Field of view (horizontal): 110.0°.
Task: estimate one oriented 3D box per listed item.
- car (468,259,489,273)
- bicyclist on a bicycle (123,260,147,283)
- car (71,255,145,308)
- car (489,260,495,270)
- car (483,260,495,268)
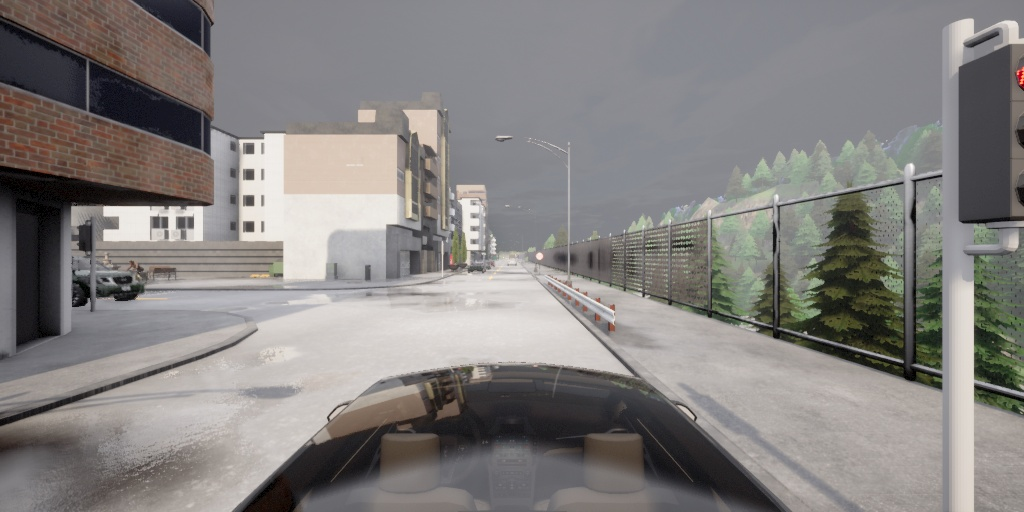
[{"bbox_3d":[-4.101,1.351,42.408,1.895,1.301,4.718,0,0,0],"label":"car"},{"bbox_3d":[-24.285,1.099,23.055,0.582,1.620,1.656,0,0,0],"label":"bicyclist on a bicycle"},{"bbox_3d":[-18.553,0.972,14.661,5.566,2.045,2.150,0,0,0],"label":"car"},{"bbox_3d":[-4.096,1.241,52.586,2.128,1.511,4.902,0,0,0],"label":"car"},{"bbox_3d":[-4.051,1.350,63.573,1.895,1.301,4.718,0,0,1],"label":"car"}]
